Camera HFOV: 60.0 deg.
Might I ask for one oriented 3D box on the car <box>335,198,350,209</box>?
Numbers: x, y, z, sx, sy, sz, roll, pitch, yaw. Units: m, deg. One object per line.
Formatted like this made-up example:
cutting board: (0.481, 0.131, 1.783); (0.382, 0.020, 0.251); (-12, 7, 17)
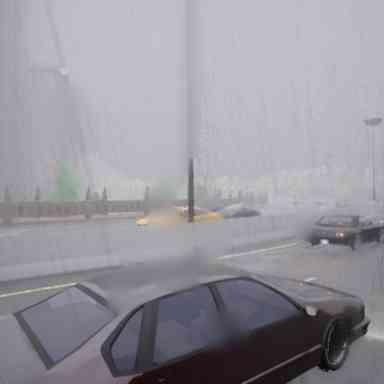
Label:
car: (22.450, 1.659, 49.558); (2.128, 1.511, 4.902); (0, 0, 24)

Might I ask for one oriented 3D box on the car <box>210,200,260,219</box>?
car: (3.766, 1.604, 26.663); (1.812, 1.442, 4.674); (0, 0, 41)

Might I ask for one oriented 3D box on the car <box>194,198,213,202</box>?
car: (0.903, 1.449, 28.734); (2.097, 1.767, 4.553); (0, 0, 41)

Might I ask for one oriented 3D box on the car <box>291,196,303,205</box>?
car: (20.333, 1.669, 64.654); (2.097, 1.767, 4.553); (-1, -1, 16)

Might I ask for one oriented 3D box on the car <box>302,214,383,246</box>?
car: (6.677, 1.614, 14.267); (4.718, 1.301, 1.895); (0, 0, -44)

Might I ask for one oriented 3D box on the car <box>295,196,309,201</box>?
car: (29.826, 1.751, 90.370); (1.895, 1.301, 4.718); (-1, 0, -2)

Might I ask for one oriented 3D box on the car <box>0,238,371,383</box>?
car: (-0.025, 1.557, 3.884); (5.357, 1.411, 2.033); (0, 0, -37)

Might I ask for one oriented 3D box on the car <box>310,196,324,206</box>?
car: (23.136, 1.620, 61.649); (2.097, 1.767, 4.553); (-1, -1, 17)

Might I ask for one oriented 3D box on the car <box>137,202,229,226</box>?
car: (-0.567, 1.527, 17.365); (5.008, 1.535, 1.882); (0, 0, -43)
